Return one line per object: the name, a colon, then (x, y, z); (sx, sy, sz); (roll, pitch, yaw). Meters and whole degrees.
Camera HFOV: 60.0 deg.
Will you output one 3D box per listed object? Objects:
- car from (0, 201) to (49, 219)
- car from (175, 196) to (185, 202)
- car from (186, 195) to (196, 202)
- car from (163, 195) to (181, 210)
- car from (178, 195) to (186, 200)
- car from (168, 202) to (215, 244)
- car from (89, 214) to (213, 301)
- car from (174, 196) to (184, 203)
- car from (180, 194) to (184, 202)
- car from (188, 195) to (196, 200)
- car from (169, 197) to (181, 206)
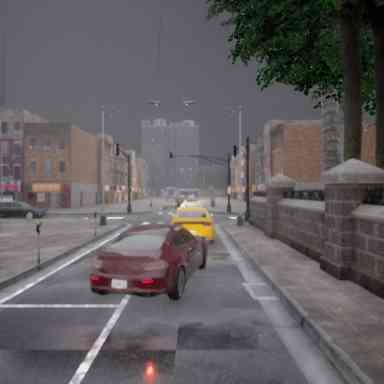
car: (-14.466, 1.505, 27.553); (4.892, 1.490, 1.837); (0, 0, 0)
car: (-2.710, 1.517, 74.973); (2.008, 1.369, 4.403); (0, 0, 0)
car: (-0.069, 1.555, 73.262); (1.895, 1.301, 4.718); (0, 0, 0)
car: (-2.679, 1.500, 42.091); (1.752, 1.417, 4.829); (0, 0, 0)
car: (-2.726, 1.515, 91.330); (2.008, 1.369, 4.403); (0, 0, 0)
car: (0.031, 1.466, 15.802); (1.882, 1.535, 5.008); (0, 0, 0)
car: (-0.823, 1.519, 8.342); (1.812, 1.442, 4.674); (0, 0, 13)
car: (-2.705, 1.533, 69.521); (1.947, 1.339, 4.313); (0, 0, 0)
car: (-2.685, 1.288, 47.712); (2.192, 1.841, 5.009); (0, 0, 0)
car: (-0.078, 1.368, 83.238); (1.994, 1.385, 4.181); (0, 0, 0)
car: (-2.690, 1.553, 53.165); (1.802, 1.307, 4.206); (0, 0, 0)
